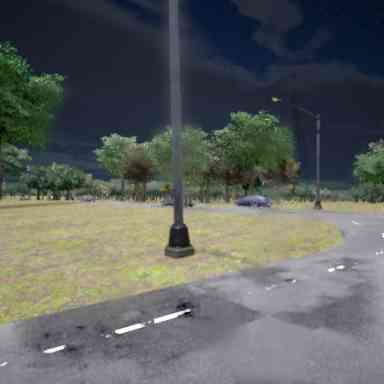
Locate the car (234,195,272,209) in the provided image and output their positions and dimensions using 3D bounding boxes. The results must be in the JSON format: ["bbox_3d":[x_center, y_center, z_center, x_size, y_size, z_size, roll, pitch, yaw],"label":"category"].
[{"bbox_3d":[6.657,1.098,36.381,1.812,1.442,4.674,2,-2,-35],"label":"car"}]

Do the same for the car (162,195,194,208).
[{"bbox_3d":[-1.558,1.000,35.894,1.994,1.385,4.181,2,-2,-35],"label":"car"}]

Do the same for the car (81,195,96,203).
[{"bbox_3d":[-19.353,1.264,61.907,1.837,1.490,4.892,1,-1,-31],"label":"car"}]
